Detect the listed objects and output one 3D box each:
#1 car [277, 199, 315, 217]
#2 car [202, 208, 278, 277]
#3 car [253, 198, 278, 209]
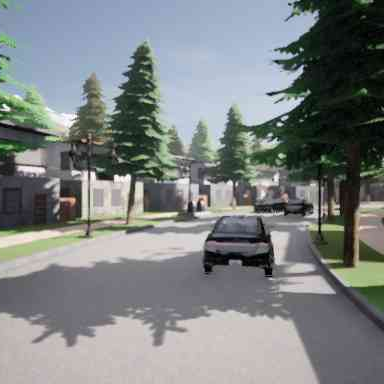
[{"bbox_3d":[9.797,1.415,30.282,2.128,1.511,4.902,0,0,32],"label":"car"},{"bbox_3d":[1.523,1.462,10.291,2.128,1.511,4.902,0,0,12],"label":"car"},{"bbox_3d":[8.050,1.386,34.236,1.882,1.535,5.008,0,0,36],"label":"car"}]
